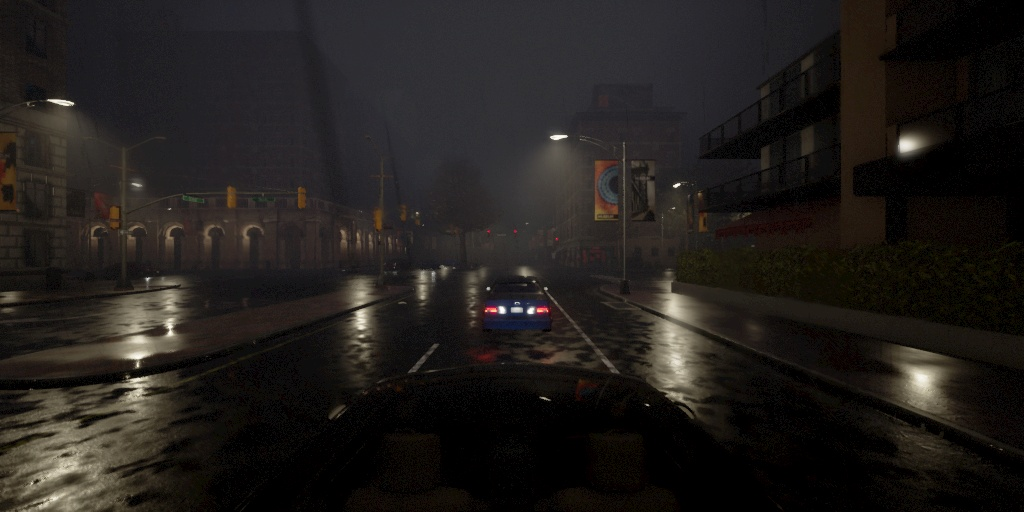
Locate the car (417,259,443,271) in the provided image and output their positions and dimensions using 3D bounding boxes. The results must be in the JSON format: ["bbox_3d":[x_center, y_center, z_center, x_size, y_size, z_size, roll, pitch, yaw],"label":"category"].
[{"bbox_3d":[-11.150,1.275,49.073,1.812,1.442,4.674,0,0,1],"label":"car"}]

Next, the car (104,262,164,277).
[{"bbox_3d":[-36.561,1.276,34.666,4.674,1.442,1.812,0,0,0],"label":"car"}]

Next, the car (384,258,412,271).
[{"bbox_3d":[-15.759,1.101,49.575,2.097,1.767,4.553,0,0,17],"label":"car"}]

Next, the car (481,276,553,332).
[{"bbox_3d":[0.150,1.297,10.819,2.033,1.411,5.357,0,0,1],"label":"car"}]
